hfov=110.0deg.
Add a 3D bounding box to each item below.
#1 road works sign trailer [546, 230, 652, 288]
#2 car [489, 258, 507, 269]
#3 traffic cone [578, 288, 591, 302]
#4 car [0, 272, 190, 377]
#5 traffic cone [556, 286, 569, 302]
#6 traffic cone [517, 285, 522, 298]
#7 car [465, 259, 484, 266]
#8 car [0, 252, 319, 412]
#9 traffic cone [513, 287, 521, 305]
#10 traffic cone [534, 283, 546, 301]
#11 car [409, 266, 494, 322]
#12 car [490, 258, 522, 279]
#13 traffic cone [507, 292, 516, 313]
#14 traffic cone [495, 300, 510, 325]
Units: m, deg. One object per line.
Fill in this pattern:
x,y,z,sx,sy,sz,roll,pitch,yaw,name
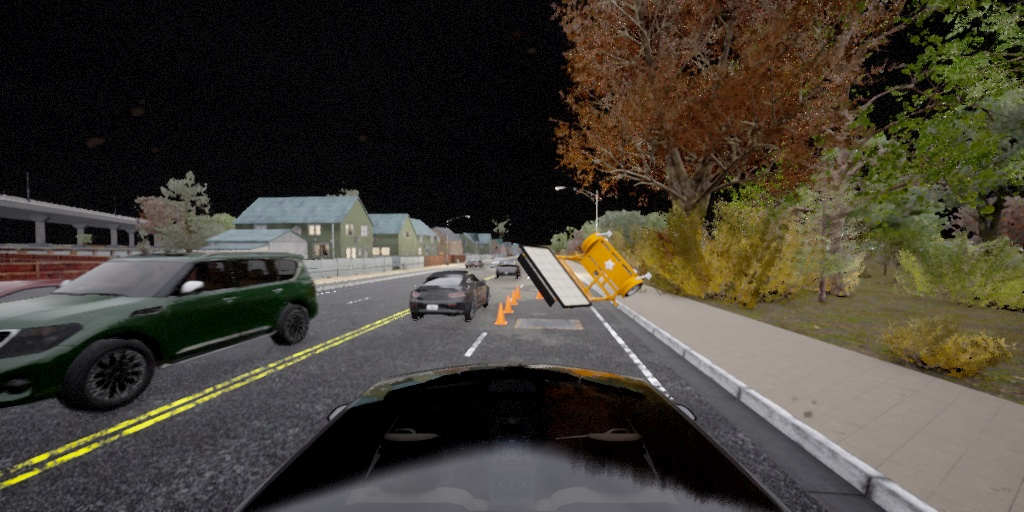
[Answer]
3.150,-0.887,12.523,2.880,3.560,2.380,0,0,-40,road works sign trailer
-1.828,0.996,48.676,1.812,1.442,4.674,0,0,6,car
3.249,1.630,16.057,0.340,0.580,0.340,0,0,6,traffic cone
-9.202,1.195,6.531,1.882,1.535,5.008,0,0,6,car
2.253,1.629,16.155,0.340,0.580,0.340,0,0,6,traffic cone
0.264,1.627,16.348,0.340,0.580,0.340,0,0,6,traffic cone
-5.066,1.030,48.950,1.994,1.385,4.181,0,0,6,car
-5.944,0.942,6.457,2.150,2.045,5.566,0,0,6,car
0.070,1.637,14.358,0.340,0.580,0.340,0,0,6,traffic cone
1.258,1.628,16.251,0.340,0.580,0.340,0,0,6,traffic cone
-1.933,1.219,12.037,1.812,1.442,4.674,0,0,6,car
-0.195,1.084,29.884,2.128,1.511,4.902,0,0,6,car
-0.124,1.648,12.367,0.340,0.580,0.340,0,0,6,traffic cone
-0.318,1.659,10.376,0.340,0.580,0.340,0,0,6,traffic cone
